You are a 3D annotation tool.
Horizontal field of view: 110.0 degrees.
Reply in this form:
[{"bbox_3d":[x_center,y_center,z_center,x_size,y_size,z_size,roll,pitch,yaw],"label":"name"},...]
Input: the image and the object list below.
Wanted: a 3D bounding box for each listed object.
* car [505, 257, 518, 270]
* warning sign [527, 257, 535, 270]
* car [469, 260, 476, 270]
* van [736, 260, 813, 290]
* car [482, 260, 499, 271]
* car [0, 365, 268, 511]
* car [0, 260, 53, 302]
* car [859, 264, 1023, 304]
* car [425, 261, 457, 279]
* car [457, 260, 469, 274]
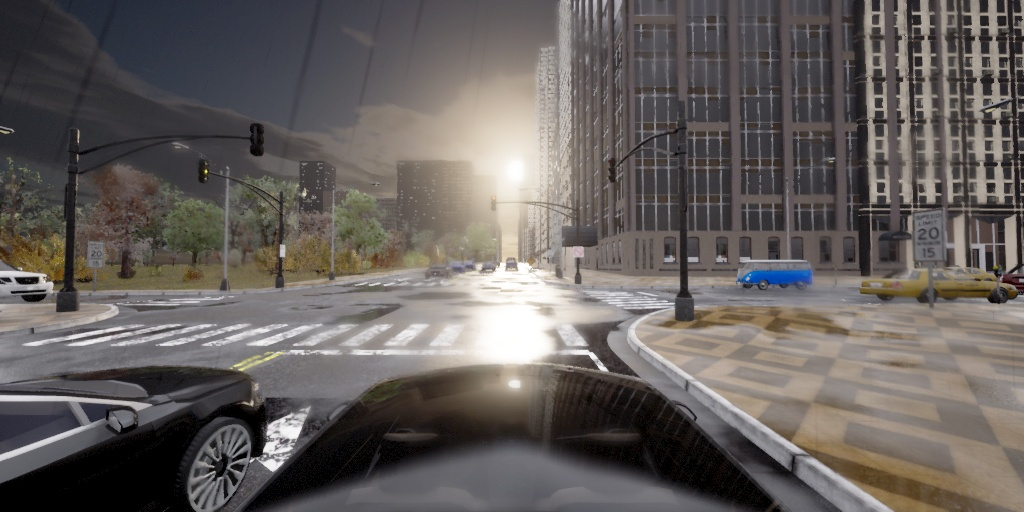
[{"bbox_3d":[-0.060,1.399,57.447,1.882,1.535,5.008,0,0,0],"label":"car"},{"bbox_3d":[2.710,1.000,50.679,1.300,1.860,1.060,0,0,0],"label":"warning sign"},{"bbox_3d":[-6.741,1.388,55.388,1.882,1.535,5.008,0,0,0],"label":"car"},{"bbox_3d":[15.888,1.122,21.778,3.998,1.789,1.690,0,0,-1],"label":"van"},{"bbox_3d":[-3.293,1.437,51.691,2.033,1.411,5.357,0,0,0],"label":"car"},{"bbox_3d":[-3.143,1.241,1.308,2.128,1.511,4.902,0,0,0],"label":"car"},{"bbox_3d":[-23.575,1.057,15.455,5.566,2.045,2.150,0,-2,-1],"label":"car"},{"bbox_3d":[16.292,1.075,13.761,4.829,1.417,1.751,0,0,-1],"label":"car"},{"bbox_3d":[-6.685,1.379,33.256,1.994,1.385,4.181,0,0,0],"label":"car"},{"bbox_3d":[-6.716,1.329,43.386,1.882,1.535,5.008,0,0,0],"label":"car"}]
